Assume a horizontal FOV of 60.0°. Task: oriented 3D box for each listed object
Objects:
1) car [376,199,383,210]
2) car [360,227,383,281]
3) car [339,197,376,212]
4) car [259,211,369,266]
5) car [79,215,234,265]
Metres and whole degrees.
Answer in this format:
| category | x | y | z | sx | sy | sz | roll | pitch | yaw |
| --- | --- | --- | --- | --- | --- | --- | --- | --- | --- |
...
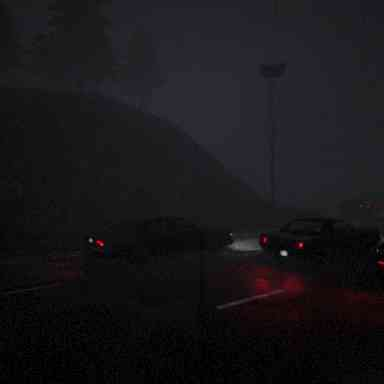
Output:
| category | x | y | z | sx | sy | sz | roll | pitch | yaw |
| --- | --- | --- | --- | --- | --- | --- | --- | --- | --- |
| car | 20.416 | 1.290 | 39.043 | 1.812 | 1.442 | 4.674 | 1 | 0 | 4 |
| car | 6.310 | 1.467 | 8.341 | 4.674 | 1.442 | 1.812 | 0 | 0 | -38 |
| car | 16.192 | 1.353 | 33.241 | 2.033 | 1.411 | 5.357 | 0 | 0 | 12 |
| car | 4.526 | 1.540 | 11.364 | 4.718 | 1.301 | 1.895 | 0 | 0 | -37 |
| car | -1.044 | 1.512 | 11.603 | 5.357 | 1.411 | 2.033 | 0 | 0 | -36 |
